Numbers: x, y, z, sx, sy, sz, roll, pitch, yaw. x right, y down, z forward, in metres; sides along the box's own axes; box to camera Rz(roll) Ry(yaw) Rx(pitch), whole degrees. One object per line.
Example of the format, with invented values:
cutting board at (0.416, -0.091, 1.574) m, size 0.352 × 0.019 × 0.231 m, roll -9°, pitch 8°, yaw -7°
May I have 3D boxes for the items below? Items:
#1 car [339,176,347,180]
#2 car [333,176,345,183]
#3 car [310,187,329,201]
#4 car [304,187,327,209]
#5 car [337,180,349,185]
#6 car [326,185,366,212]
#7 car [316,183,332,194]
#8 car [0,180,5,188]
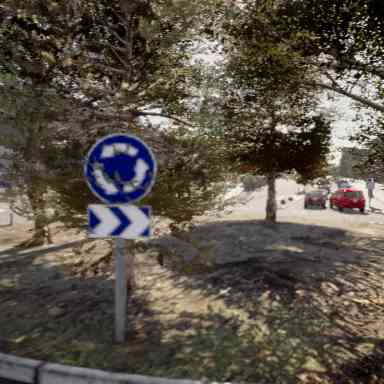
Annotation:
car at (29.406, -1.836, 64.747) m, size 2.128 × 1.511 × 4.902 m, roll 1°, pitch 5°, yaw 21°
car at (34.014, -2.943, 76.876) m, size 2.033 × 1.411 × 5.357 m, roll 1°, pitch 5°, yaw 19°
car at (16.880, 0.218, 43.943) m, size 1.895 × 1.301 × 4.718 m, roll 1°, pitch 5°, yaw 26°
car at (13.051, 0.675, 35.253) m, size 2.097 × 1.767 × 4.553 m, roll 1°, pitch 4°, yaw 21°
car at (23.489, -0.591, 50.969) m, size 1.882 × 1.535 × 5.008 m, roll 1°, pitch 5°, yaw 24°
car at (14.777, 0.725, 31.795) m, size 2.150 × 2.045 × 5.566 m, roll 0°, pitch 3°, yaw 11°
car at (20.939, -0.619, 52.606) m, size 2.033 × 1.411 × 5.357 m, roll 1°, pitch 5°, yaw 24°
car at (-26.836, -1.391, 48.074) m, size 2.097 × 1.535 × 5.008 m, roll 6°, pitch 4°, yaw 21°
